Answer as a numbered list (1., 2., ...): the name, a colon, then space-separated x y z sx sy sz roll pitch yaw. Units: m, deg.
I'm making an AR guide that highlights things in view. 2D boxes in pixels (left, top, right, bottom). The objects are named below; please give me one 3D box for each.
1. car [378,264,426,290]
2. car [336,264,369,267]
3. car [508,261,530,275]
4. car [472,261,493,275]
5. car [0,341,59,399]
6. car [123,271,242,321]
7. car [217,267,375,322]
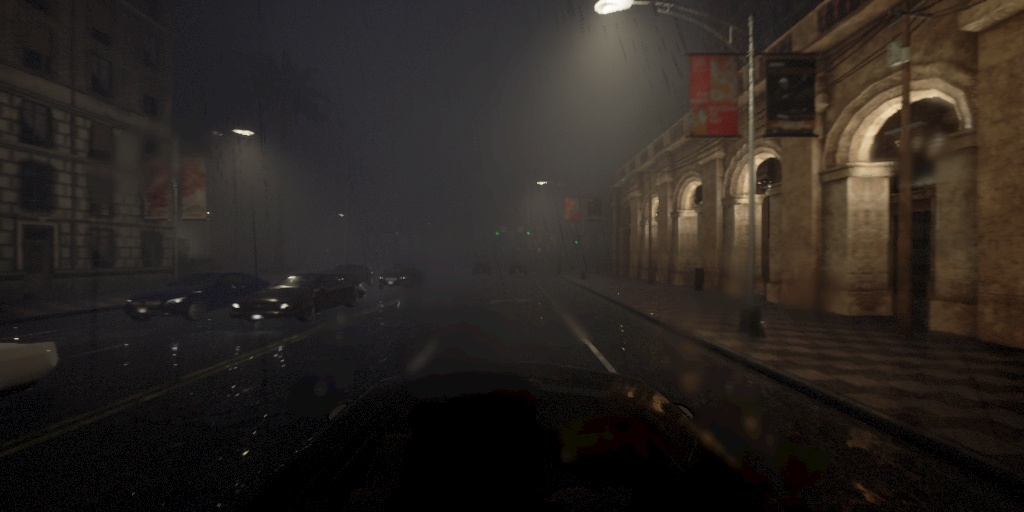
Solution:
1. car: -6.841 1.244 22.736 2.128 1.511 4.902 0 0 1
2. car: -10.340 1.258 22.860 1.837 1.490 4.892 0 0 1
3. car: 0.772 1.274 38.968 1.812 1.442 4.674 0 0 6
4. car: -3.093 1.242 38.311 2.128 1.511 4.902 0 0 1
5. car: -7.090 1.354 2.570 1.895 1.301 4.718 0 0 0
6. car: -10.504 1.280 12.555 1.812 1.442 4.674 0 0 1
7. car: -7.003 1.300 12.576 2.033 1.411 5.357 0 0 1
